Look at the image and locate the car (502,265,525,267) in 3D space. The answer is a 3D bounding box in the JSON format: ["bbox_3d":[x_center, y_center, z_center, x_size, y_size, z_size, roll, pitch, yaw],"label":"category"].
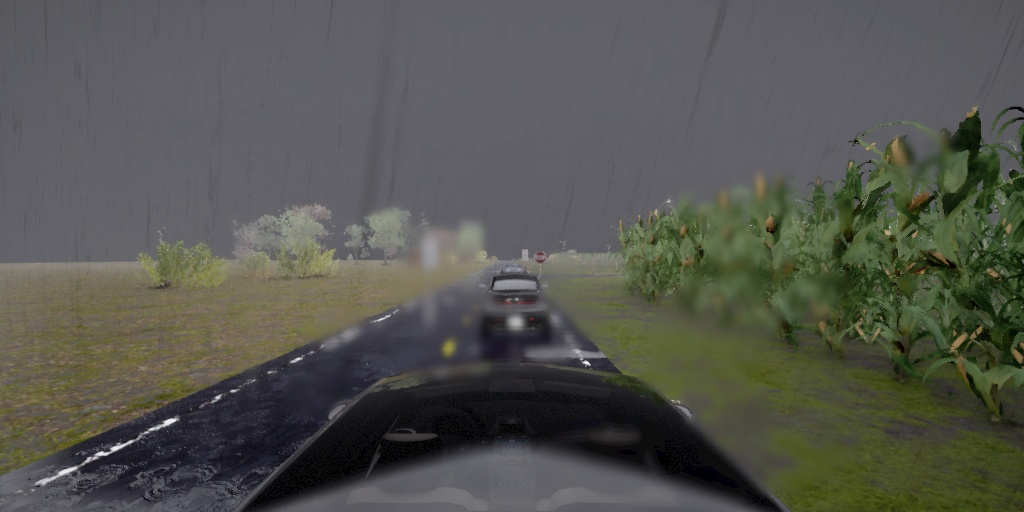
[{"bbox_3d":[0.095,1.261,21.312,2.128,1.511,4.902,0,0,0],"label":"car"}]

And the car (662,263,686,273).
[{"bbox_3d":[17.434,0.981,37.350,4.553,1.767,2.097,-1,-1,-1],"label":"car"}]

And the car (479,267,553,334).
[{"bbox_3d":[0.095,1.263,10.610,1.837,1.490,4.892,0,0,0],"label":"car"}]
